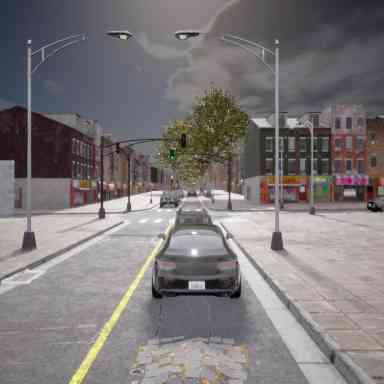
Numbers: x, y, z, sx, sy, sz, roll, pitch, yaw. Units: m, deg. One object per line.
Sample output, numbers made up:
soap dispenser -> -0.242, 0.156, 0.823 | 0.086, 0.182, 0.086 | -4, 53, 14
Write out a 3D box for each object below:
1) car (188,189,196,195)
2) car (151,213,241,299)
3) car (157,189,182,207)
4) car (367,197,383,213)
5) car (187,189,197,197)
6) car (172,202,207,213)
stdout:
car -> 0.005, -0.044, 83.305 | 1.994, 1.385, 4.181 | 0, 1, 0
car -> 0.095, 1.496, 8.276 | 1.812, 1.442, 4.674 | 0, 0, 0
car -> -2.833, 0.818, 42.346 | 2.150, 2.045, 5.566 | 0, 1, 0
car -> 17.204, 1.092, 28.305 | 4.313, 1.339, 1.947 | -1, 1, 0
car -> 0.004, 0.175, 73.234 | 2.097, 1.767, 4.553 | 0, 1, 0
car -> -0.048, 1.470, 19.349 | 1.895, 1.301, 4.718 | 0, 1, -3
